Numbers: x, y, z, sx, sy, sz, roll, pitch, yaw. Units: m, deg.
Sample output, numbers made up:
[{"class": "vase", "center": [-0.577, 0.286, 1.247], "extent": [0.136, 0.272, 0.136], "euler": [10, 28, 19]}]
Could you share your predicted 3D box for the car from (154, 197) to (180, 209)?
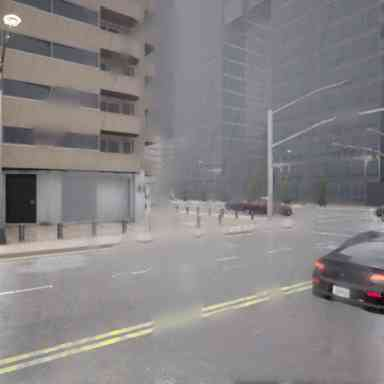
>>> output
[{"class": "car", "center": [-3.395, 1.460, 43.920], "extent": [1.812, 1.442, 4.674], "euler": [0, 0, -35]}]

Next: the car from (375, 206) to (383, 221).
[{"class": "car", "center": [15.677, 1.453, 23.530], "extent": [2.128, 1.511, 4.902], "euler": [0, 0, -37]}]

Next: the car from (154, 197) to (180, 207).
[{"class": "car", "center": [-3.935, 1.458, 50.773], "extent": [1.812, 1.442, 4.674], "euler": [0, 0, -35]}]

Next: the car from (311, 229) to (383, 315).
[{"class": "car", "center": [4.409, 1.522, 6.961], "extent": [4.674, 1.442, 1.812], "euler": [0, 0, -35]}]

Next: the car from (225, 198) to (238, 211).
[{"class": "car", "center": [5.738, 1.437, 37.079], "extent": [1.837, 1.490, 4.892], "euler": [0, 0, -36]}]

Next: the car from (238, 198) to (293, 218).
[{"class": "car", "center": [6.665, 1.412, 29.597], "extent": [1.882, 1.535, 5.008], "euler": [0, 0, -33]}]
